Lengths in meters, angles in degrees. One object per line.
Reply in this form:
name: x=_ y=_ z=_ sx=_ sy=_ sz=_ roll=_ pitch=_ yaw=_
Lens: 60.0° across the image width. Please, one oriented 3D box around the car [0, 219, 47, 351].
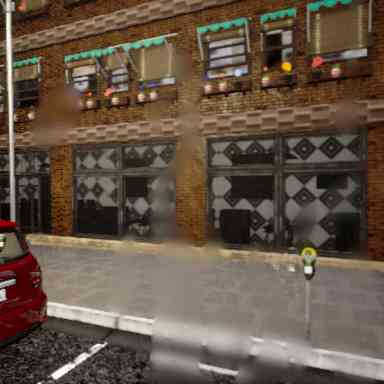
car: x=-4.378 y=1.282 z=4.690 sx=5.009 sy=1.841 sz=2.192 roll=0 pitch=2 yaw=24
